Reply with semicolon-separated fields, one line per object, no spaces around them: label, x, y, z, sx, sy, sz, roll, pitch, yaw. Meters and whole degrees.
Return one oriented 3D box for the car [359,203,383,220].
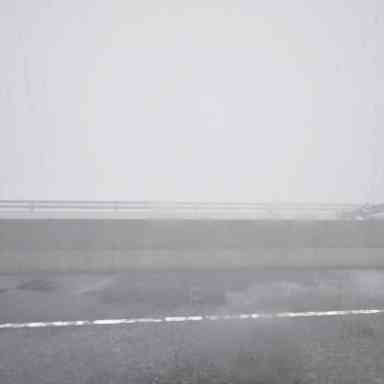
car;12.748;1.600;19.972;4.181;1.385;1.994;1;0;-8

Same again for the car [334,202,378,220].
car;12.567;1.509;23.479;4.892;1.490;1.837;1;0;-8
